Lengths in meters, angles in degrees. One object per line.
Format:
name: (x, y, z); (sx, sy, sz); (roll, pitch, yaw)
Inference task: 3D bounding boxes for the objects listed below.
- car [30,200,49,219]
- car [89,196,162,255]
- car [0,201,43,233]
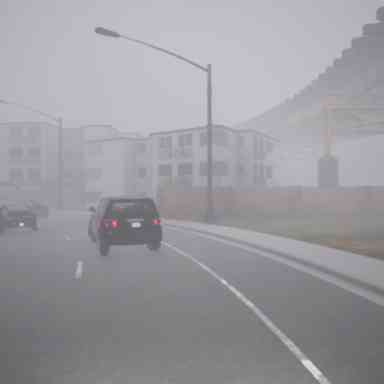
car: (-13.832, 1.444, 27.651); (5.008, 1.535, 1.882); (0, 0, 40)
car: (-2.867, 1.188, 13.577); (2.150, 2.045, 5.566); (0, 0, -22)
car: (-10.560, 1.484, 19.704); (1.837, 1.490, 4.892); (1, 0, -37)
